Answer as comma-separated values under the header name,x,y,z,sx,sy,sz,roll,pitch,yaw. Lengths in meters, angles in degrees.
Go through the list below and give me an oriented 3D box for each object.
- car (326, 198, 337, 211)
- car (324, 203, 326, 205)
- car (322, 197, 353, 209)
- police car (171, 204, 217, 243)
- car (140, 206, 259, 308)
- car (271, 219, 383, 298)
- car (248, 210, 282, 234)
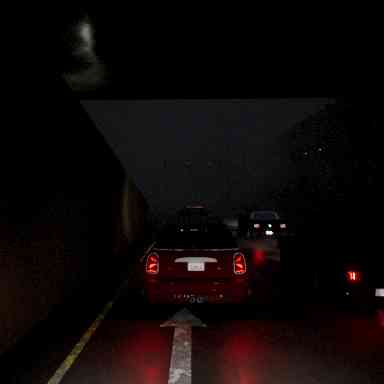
name,x,y,z,sx,sy,sz,roll,pitch,yaw
car,17.414,1.453,35.343,2.038,1.542,4.974,0,0,-35
car,17.516,1.453,39.950,2.038,1.542,4.974,0,0,45
car,17.553,1.295,39.987,1.853,1.218,4.536,0,0,45
police car,0.087,1.504,17.180,2.038,1.542,4.974,0,0,0
car,0.079,1.352,8.055,2.097,1.767,4.553,0,0,0
car,3.603,1.601,8.471,1.895,1.301,4.718,0,0,0
car,3.591,1.601,17.628,1.895,1.301,4.718,0,0,0
